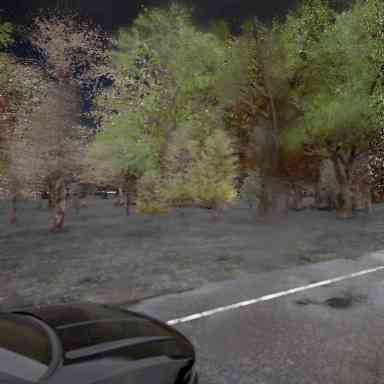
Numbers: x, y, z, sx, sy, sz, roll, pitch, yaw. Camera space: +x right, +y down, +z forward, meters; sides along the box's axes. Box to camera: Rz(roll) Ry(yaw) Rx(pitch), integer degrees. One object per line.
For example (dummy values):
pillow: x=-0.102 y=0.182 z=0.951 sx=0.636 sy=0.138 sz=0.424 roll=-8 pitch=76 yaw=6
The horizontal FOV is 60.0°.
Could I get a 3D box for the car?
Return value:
car: x=-2.222 y=1.474 z=2.161 sx=5.008 sy=1.535 sz=1.882 roll=0 pitch=0 yaw=-35
